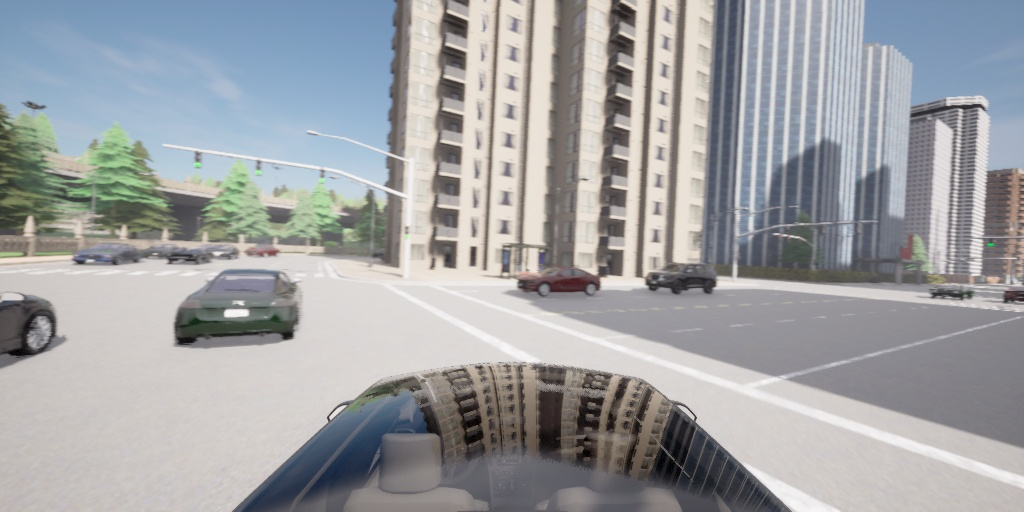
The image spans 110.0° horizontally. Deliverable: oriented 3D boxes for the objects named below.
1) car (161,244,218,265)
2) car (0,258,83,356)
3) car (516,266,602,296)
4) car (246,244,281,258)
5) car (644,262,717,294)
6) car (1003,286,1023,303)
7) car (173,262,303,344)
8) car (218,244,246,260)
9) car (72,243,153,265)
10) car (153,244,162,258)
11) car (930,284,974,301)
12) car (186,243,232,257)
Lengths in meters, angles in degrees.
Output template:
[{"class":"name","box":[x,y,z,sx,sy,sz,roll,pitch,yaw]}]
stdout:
[{"class":"car","box":[-24.830,-0.048,27.804,1.895,1.301,4.718,3,0,-28]},{"class":"car","box":[-7.675,0.855,4.059,1.837,1.490,4.892,3,0,-29]},{"class":"car","box":[2.587,1.297,19.453,5.008,1.535,1.882,3,0,-29]},{"class":"car","box":[-32.085,-0.625,46.584,1.882,1.535,5.008,3,0,-8]},{"class":"car","box":[11.632,1.468,24.547,5.566,2.045,2.150,3,0,-29]},{"class":"car","box":[43.525,3.292,30.353,5.008,1.535,1.882,2,0,-29]},{"class":"car","box":[-6.108,0.981,8.470,1.994,1.385,4.181,3,0,-29]},{"class":"car","box":[-29.455,-0.432,36.804,2.128,1.511,4.902,3,0,-26]},{"class":"car","box":[-26.806,-0.182,24.087,2.033,1.411,5.357,3,0,-28]},{"class":"car","box":[-31.093,-0.420,32.248,1.994,1.385,4.181,3,0,-25]},{"class":"car","box":[39.317,3.197,31.986,4.718,1.301,1.895,3,0,-29]},{"class":"car","box":[-34.724,-0.662,41.324,2.033,1.411,5.357,3,0,-17]}]
